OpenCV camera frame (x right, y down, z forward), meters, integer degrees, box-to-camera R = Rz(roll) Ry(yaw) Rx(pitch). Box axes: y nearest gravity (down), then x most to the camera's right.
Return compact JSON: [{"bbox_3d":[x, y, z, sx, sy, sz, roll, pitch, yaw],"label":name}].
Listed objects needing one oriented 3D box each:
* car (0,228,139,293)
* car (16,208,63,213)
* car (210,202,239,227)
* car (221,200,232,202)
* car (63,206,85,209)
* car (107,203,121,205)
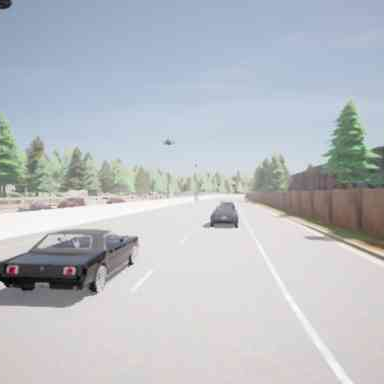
[{"bbox_3d":[-2.824,1.630,8.954,1.895,1.301,4.718,0,0,5],"label":"car"},{"bbox_3d":[-11.843,1.624,24.958,1.994,1.385,4.181,0,0,7],"label":"car"},{"bbox_3d":[2.376,1.696,24.328,1.994,1.385,4.181,0,0,6],"label":"car"},{"bbox_3d":[4.373,1.721,41.940,2.128,1.511,4.902,0,0,6],"label":"car"},{"bbox_3d":[-16.490,1.488,45.810,2.097,1.767,4.553,0,0,7],"label":"car"},{"bbox_3d":[-12.127,1.673,52.908,1.882,1.535,5.008,0,-1,7],"label":"car"}]
